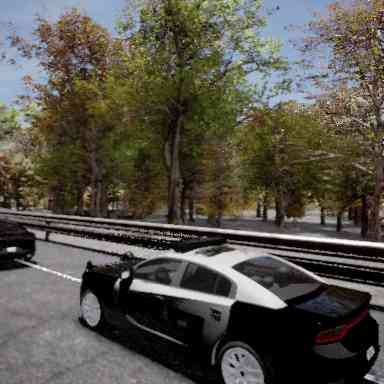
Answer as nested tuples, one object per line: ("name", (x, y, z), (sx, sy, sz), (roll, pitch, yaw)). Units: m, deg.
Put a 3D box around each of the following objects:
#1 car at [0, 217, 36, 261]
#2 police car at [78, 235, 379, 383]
("car", (-7.442, 1.633, 11.958), (5.008, 1.535, 1.882), (0, -2, 41))
("police car", (0.015, 1.544, 5.364), (5.238, 1.638, 1.930), (0, -2, 42))
